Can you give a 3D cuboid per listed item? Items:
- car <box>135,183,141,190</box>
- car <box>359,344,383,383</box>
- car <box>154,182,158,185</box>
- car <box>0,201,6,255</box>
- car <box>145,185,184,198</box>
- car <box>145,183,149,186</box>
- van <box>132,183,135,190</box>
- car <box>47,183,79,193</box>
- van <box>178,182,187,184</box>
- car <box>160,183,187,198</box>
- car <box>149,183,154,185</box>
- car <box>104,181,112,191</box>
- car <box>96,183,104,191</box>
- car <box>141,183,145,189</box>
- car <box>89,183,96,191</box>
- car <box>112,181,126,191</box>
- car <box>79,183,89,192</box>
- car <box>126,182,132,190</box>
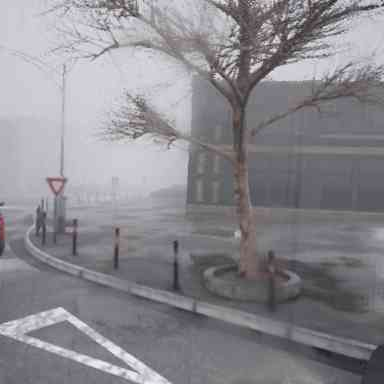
[{"bbox_3d":[-15.919,-1.346,81.966,5.008,1.535,2.097,3,2,16],"label":"car"},{"bbox_3d":[3.533,1.567,1.290,5.357,1.411,2.033,0,0,35],"label":"car"},{"bbox_3d":[-12.787,-1.621,92.537,4.892,1.521,2.231,3,2,16],"label":"car"},{"bbox_3d":[-7.709,0.913,11.314,2.150,2.045,5.566,1,1,-33],"label":"car"},{"bbox_3d":[-4.170,0.204,50.729,4.792,1.488,2.163,3,2,16],"label":"car"},{"bbox_3d":[-14.379,-1.613,87.255,4.553,1.767,2.185,3,2,16],"label":"car"},{"bbox_3d":[-16.574,-1.494,79.279,4.442,1.987,1.878,3,2,16],"label":"van"},{"bbox_3d":[-22.902,-0.847,58.149,4.553,1.767,2.185,3,2,16],"label":"car"},{"bbox_3d":[-1.879,-0.236,58.744,4.442,1.987,1.878,3,2,16],"label":"van"},{"bbox_3d":[-2.565,-0.063,55.917,4.553,1.767,2.185,3,2,16],"label":"car"},{"bbox_3d":[-13.539,-1.679,89.882,4.553,1.767,2.185,3,2,16],"label":"car"},{"bbox_3d":[-19.820,-0.983,68.748,4.892,1.521,2.231,3,2,16],"label":"car"},{"bbox_3d":[-20.561,-1.040,66.085,4.553,1.767,2.185,3,2,16],"label":"car"},{"bbox_3d":[-15.159,-1.543,84.612,4.553,1.767,2.185,3,2,16],"label":"car"},{"bbox_3d":[-21.374,-0.810,63.454,4.674,1.452,2.002,3,2,16],"label":"car"},{"bbox_3d":[-18.273,-1.381,74.032,5.566,2.045,2.435,3,2,16],"label":"car"},{"bbox_3d":[-22.160,-0.785,60.813,5.008,1.535,2.097,3,2,16],"label":"car"},{"bbox_3d":[-17.296,-1.196,76.624,5.366,1.575,1.946,3,2,16],"label":"car"}]
